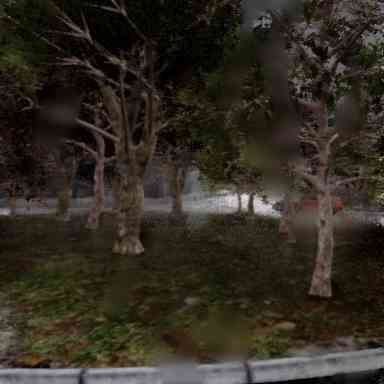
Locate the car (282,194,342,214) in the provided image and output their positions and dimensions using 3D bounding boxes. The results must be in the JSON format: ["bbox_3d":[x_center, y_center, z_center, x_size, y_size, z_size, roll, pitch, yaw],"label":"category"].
[{"bbox_3d":[12.530,1.235,34.311,2.150,2.045,5.566,1,0,-38],"label":"car"}]

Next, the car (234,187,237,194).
[{"bbox_3d":[9.250,-0.215,79.147,1.946,1.575,5.366,0,3,22],"label":"car"}]

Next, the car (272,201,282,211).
[{"bbox_3d":[11.760,1.365,39.264,4.553,1.767,2.097,0,0,40],"label":"car"}]

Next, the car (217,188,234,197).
[{"bbox_3d":[7.131,0.114,74.057,1.946,1.575,5.366,0,3,23],"label":"car"}]
